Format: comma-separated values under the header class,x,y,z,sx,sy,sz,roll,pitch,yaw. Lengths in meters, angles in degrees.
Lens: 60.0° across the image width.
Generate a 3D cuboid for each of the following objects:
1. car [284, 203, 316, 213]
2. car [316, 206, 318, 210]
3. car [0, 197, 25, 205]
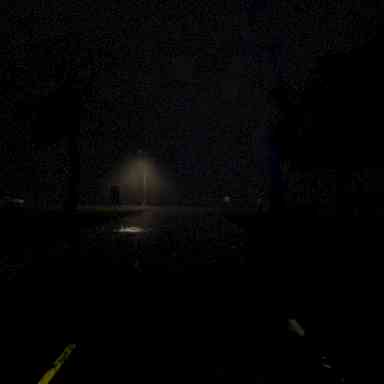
class,x,y,z,sx,sy,sz,roll,pitch,yaw
car,18.694,2.760,58.593,4.553,1.767,2.097,2,0,0
car,22.292,3.013,65.577,4.902,1.511,2.128,2,0,0
car,-32.227,1.586,58.815,4.718,1.301,1.895,2,0,0
